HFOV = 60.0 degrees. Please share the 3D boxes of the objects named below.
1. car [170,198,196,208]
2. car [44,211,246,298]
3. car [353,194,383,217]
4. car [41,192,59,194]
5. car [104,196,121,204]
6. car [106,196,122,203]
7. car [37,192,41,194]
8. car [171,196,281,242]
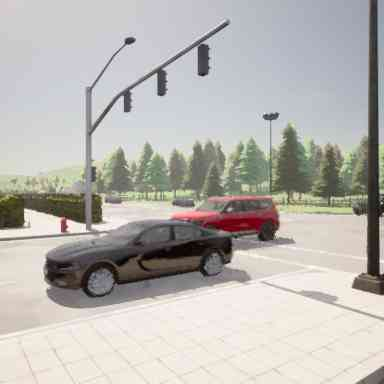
[{"bbox_3d":[-1.407,1.562,49.459,1.994,1.385,4.181,0,0,-34],"label":"car"},{"bbox_3d":[-1.143,1.477,8.699,5.008,1.535,1.882,0,0,-35],"label":"car"},{"bbox_3d":[17.755,1.221,31.486,5.566,2.045,2.150,0,0,-28],"label":"car"},{"bbox_3d":[-24.127,1.220,57.611,2.150,2.045,5.566,0,0,-35],"label":"car"},{"bbox_3d":[-15.340,1.562,63.543,1.994,1.385,4.181,0,0,-35],"label":"car"},{"bbox_3d":[-16.887,1.554,71.837,1.994,1.385,4.181,0,0,-35],"label":"car"},{"bbox_3d":[-29.798,1.057,65.852,2.150,2.045,5.566,0,0,-35],"label":"car"},{"bbox_3d":[1.579,1.221,14.937,5.566,2.045,2.150,0,0,-35],"label":"car"}]
